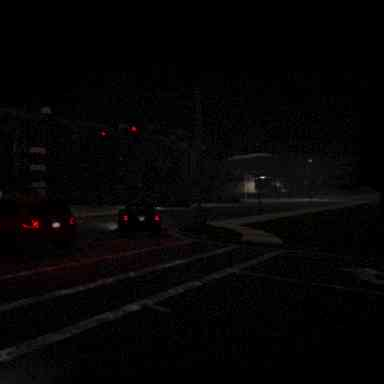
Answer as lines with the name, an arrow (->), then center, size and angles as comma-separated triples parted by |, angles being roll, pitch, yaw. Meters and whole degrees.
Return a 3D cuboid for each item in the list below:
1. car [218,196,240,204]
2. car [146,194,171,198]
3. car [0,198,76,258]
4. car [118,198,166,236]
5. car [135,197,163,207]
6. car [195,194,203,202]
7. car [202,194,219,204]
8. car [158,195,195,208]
car -> 7.559, 1.591, 63.940 | 1.837, 1.490, 4.892 | 0, 0, 36
car -> -5.223, 1.319, 51.908 | 2.150, 2.045, 5.566 | 0, 0, 35
car -> -6.938, 1.258, 13.225 | 5.566, 2.045, 2.150 | 0, 0, 36
car -> -3.019, 1.390, 18.829 | 2.097, 1.767, 4.553 | 0, 0, -14
car -> -7.104, 1.613, 55.296 | 1.837, 1.490, 4.892 | 0, 0, 35
car -> 1.866, 1.332, 67.969 | 2.150, 2.045, 5.566 | 0, 0, 35
car -> 4.335, 1.600, 65.420 | 1.837, 1.490, 4.892 | 0, 0, 35
car -> -2.299, 1.635, 49.990 | 2.033, 1.411, 5.357 | 0, 0, 35
